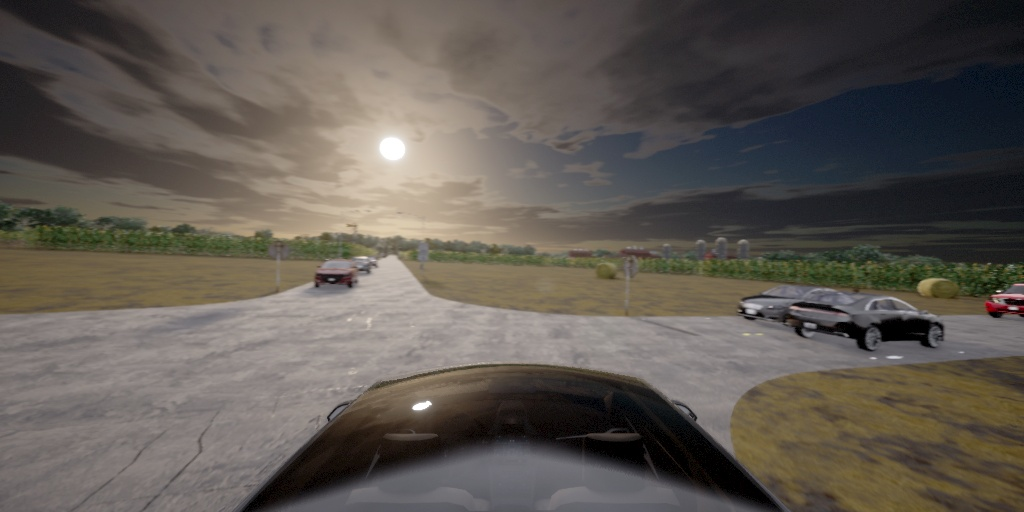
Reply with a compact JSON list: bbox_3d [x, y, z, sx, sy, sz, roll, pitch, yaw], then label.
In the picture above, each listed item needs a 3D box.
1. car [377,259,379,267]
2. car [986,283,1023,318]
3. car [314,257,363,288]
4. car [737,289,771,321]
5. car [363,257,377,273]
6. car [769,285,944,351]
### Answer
[{"bbox_3d":[-18.753,0.810,47.429,1.812,1.442,4.674,2,0,-18],"label":"car"},{"bbox_3d":[29.476,2.586,20.053,5.566,2.045,2.150,3,0,-18],"label":"car"},{"bbox_3d":[-10.103,0.925,20.940,1.882,1.535,5.008,2,0,-18],"label":"car"},{"bbox_3d":[11.170,1.909,14.032,4.902,1.511,2.128,3,0,-19],"label":"car"},{"bbox_3d":[-14.454,0.847,34.222,2.128,1.511,4.902,2,0,-18],"label":"car"},{"bbox_3d":[10.780,1.885,10.938,4.902,1.511,2.128,3,0,-18],"label":"car"}]
